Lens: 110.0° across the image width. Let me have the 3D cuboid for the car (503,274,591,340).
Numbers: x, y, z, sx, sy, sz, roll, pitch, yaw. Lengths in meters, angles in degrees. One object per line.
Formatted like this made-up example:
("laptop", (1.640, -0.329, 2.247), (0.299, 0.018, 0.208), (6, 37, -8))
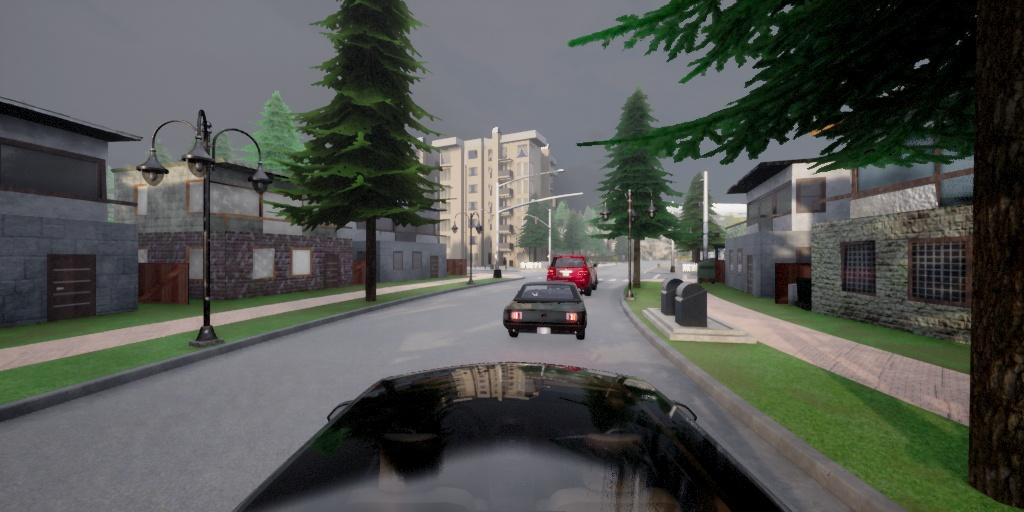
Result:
("car", (1.071, 1.351, 10.057), (1.895, 1.301, 4.718), (0, 0, 9))

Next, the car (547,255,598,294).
("car", (3.366, 0.971, 19.553), (2.150, 2.045, 5.566), (0, 0, 18))
